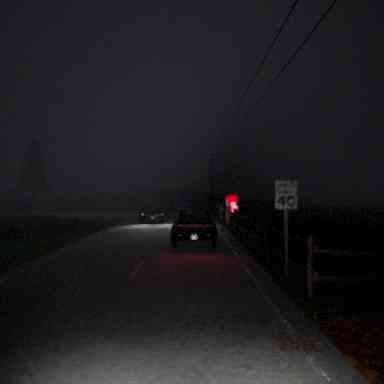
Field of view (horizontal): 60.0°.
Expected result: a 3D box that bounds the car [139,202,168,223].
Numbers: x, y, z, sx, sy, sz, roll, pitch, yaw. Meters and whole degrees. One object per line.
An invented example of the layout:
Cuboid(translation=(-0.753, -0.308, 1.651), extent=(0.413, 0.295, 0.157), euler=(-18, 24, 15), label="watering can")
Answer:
Cuboid(translation=(-2.993, 1.547, 25.671), extent=(1.812, 1.442, 4.674), euler=(1, 0, -6), label="car")

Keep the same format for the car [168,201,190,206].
Cuboid(translation=(-1.232, 1.551, 31.149), extent=(1.812, 1.442, 4.674), euler=(1, 0, -23), label="car")

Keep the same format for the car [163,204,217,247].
Cuboid(translation=(0.087, 1.503, 14.965), extent=(2.128, 1.511, 4.902), euler=(0, 0, 0), label="car")

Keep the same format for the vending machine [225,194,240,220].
Cuboid(translation=(3.340, 1.218, 27.513), extent=(1.100, 2.100, 0.880), euler=(0, 0, -1), label="vending machine")
